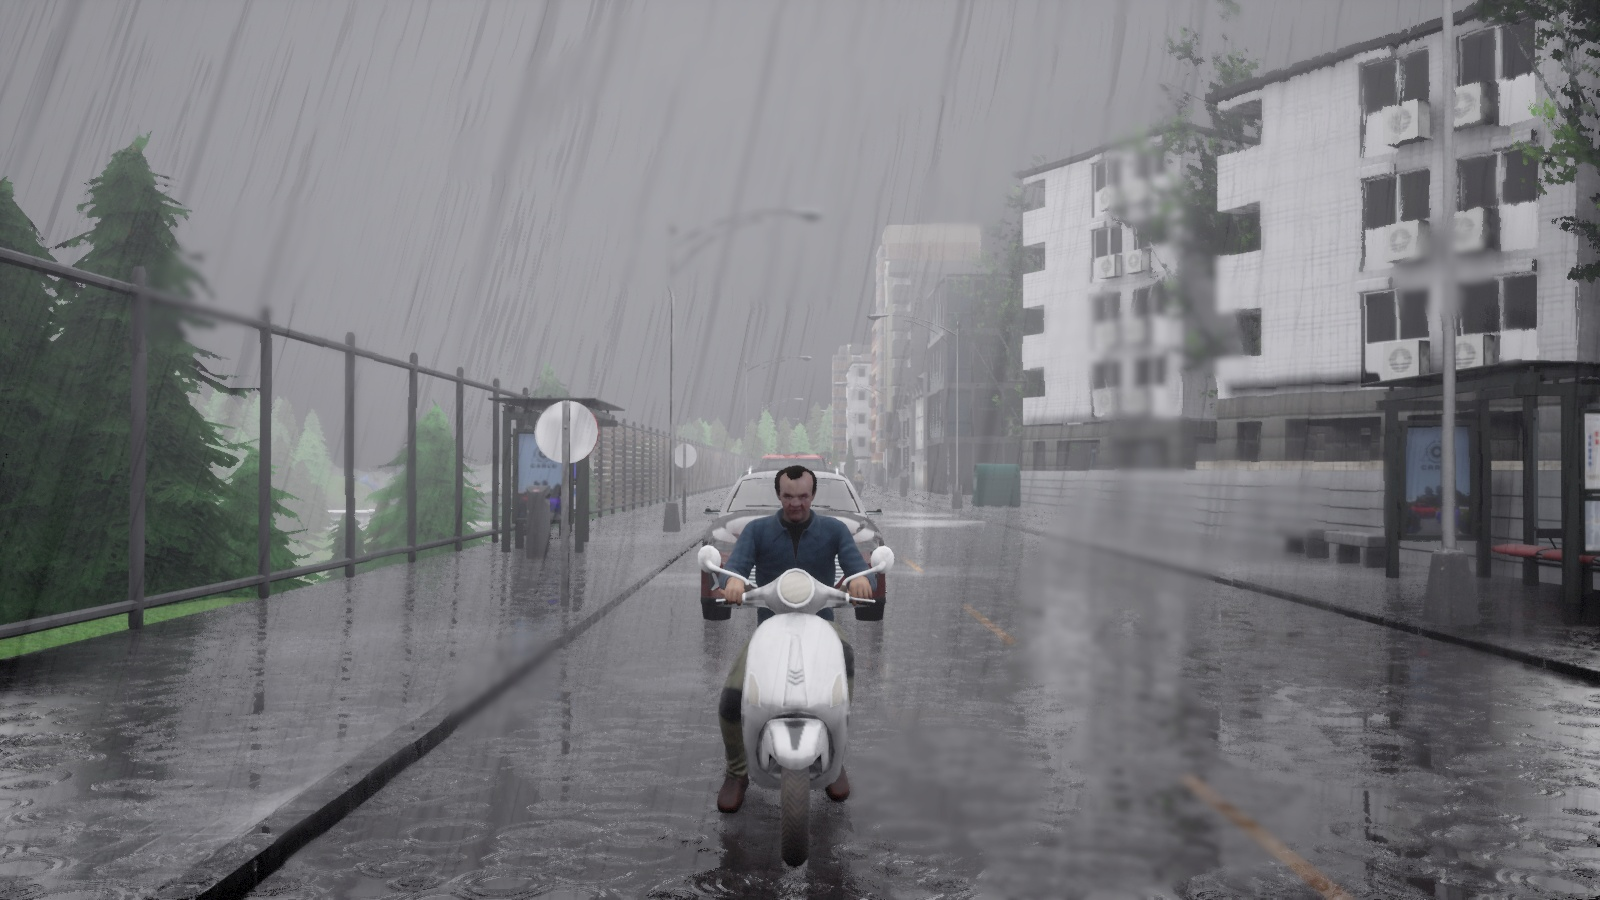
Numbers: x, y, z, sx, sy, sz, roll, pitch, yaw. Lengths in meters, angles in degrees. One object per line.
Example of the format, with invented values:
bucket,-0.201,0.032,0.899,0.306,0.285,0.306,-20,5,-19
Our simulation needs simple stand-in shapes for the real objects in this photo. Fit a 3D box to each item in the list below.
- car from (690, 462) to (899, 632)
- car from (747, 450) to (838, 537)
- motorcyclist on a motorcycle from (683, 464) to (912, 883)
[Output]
car,-0.070,0.991,14.704,2.033,1.649,4.856,0,-1,0
car,-0.178,1.081,32.580,2.150,2.045,5.566,0,-1,0
motorcyclist on a motorcycle,-0.014,0.864,5.695,0.866,1.590,1.817,0,-1,0
